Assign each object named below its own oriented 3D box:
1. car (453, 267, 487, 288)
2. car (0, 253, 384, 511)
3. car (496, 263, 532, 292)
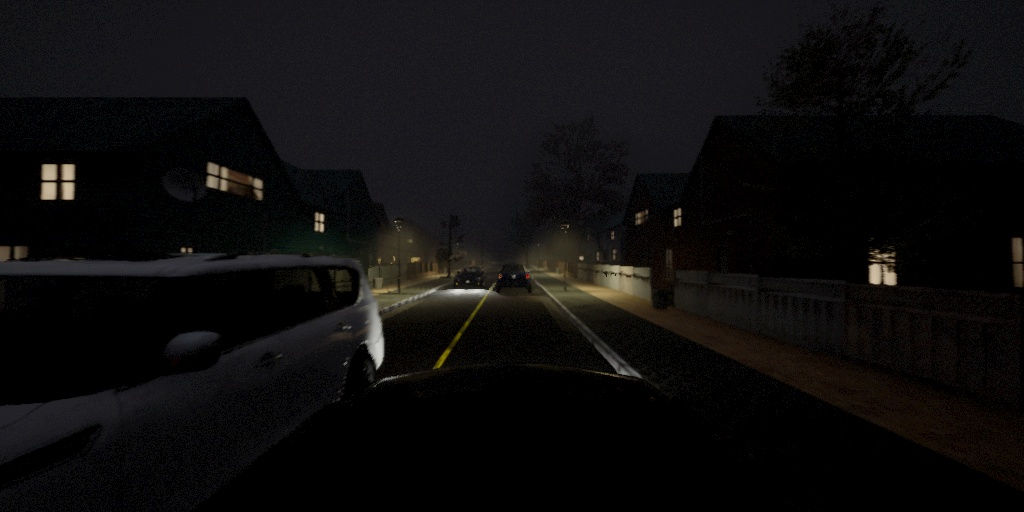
[{"bbox_3d":[-2.837,1.461,24.875,1.994,1.385,4.181,0,0,0],"label":"car"},{"bbox_3d":[-2.837,0.979,2.766,2.150,2.045,5.566,0,0,0],"label":"car"},{"bbox_3d":[0.110,1.233,22.591,2.097,1.767,4.553,0,-1,0],"label":"car"}]
